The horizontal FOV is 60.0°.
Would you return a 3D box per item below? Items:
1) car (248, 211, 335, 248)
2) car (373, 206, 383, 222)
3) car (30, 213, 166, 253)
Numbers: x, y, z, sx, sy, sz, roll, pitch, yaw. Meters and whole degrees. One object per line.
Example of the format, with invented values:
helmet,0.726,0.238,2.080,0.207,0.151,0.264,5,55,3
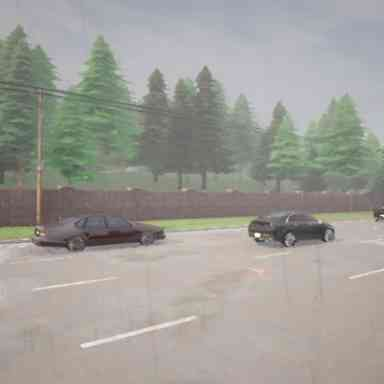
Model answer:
car,4.800,1.664,15.763,4.892,1.490,1.837,2,-1,-35
car,18.185,1.880,29.718,5.008,1.535,1.882,1,0,-35
car,-3.765,1.605,13.958,5.357,1.411,2.033,1,0,-35
